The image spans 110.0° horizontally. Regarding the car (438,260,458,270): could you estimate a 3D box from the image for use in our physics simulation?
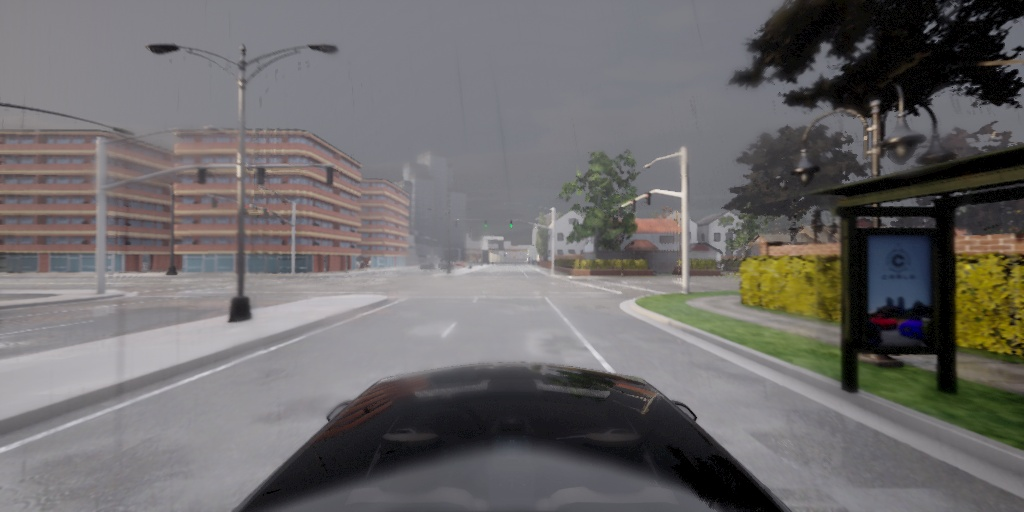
[{"bbox_3d":[-11.538,1.821,64.016,2.033,1.411,5.357,0,0,0],"label":"car"}]
